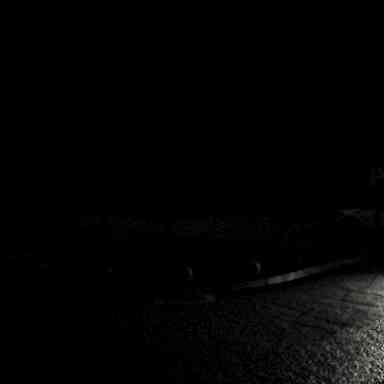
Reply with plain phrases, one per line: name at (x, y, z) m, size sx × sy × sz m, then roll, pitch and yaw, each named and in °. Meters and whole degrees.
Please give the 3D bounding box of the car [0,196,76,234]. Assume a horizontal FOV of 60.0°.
car at (-9.692, 1.294, 19.841) m, size 2.435 × 2.045 × 5.566 m, roll 0°, pitch -1°, yaw 34°

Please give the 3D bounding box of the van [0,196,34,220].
van at (-16.668, 1.369, 29.434) m, size 1.878 × 1.987 × 4.442 m, roll 0°, pitch -1°, yaw 34°

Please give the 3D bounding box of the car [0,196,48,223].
car at (-14.981, 1.329, 26.929) m, size 2.435 × 2.045 × 5.566 m, roll 0°, pitch -1°, yaw 34°

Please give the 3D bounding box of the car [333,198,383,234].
car at (10.845, 1.307, 18.388) m, size 5.566 × 2.045 × 2.435 m, roll -1°, pitch -1°, yaw 35°

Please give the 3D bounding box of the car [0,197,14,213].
car at (-23.743, 1.514, 38.879) m, size 2.185 × 1.767 × 4.553 m, roll 0°, pitch -1°, yaw 34°

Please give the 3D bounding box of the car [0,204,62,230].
car at (-11.458, 1.586, 22.162) m, size 2.163 × 1.488 × 4.792 m, roll 0°, pitch -1°, yaw 33°

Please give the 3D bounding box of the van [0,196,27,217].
van at (-18.425, 1.381, 31.815) m, size 1.878 × 1.987 × 4.442 m, roll 0°, pitch -1°, yaw 34°

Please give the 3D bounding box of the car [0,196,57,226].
car at (-13.224, 1.317, 24.548) m, size 2.435 × 2.045 × 5.566 m, roll 0°, pitch -1°, yaw 34°
